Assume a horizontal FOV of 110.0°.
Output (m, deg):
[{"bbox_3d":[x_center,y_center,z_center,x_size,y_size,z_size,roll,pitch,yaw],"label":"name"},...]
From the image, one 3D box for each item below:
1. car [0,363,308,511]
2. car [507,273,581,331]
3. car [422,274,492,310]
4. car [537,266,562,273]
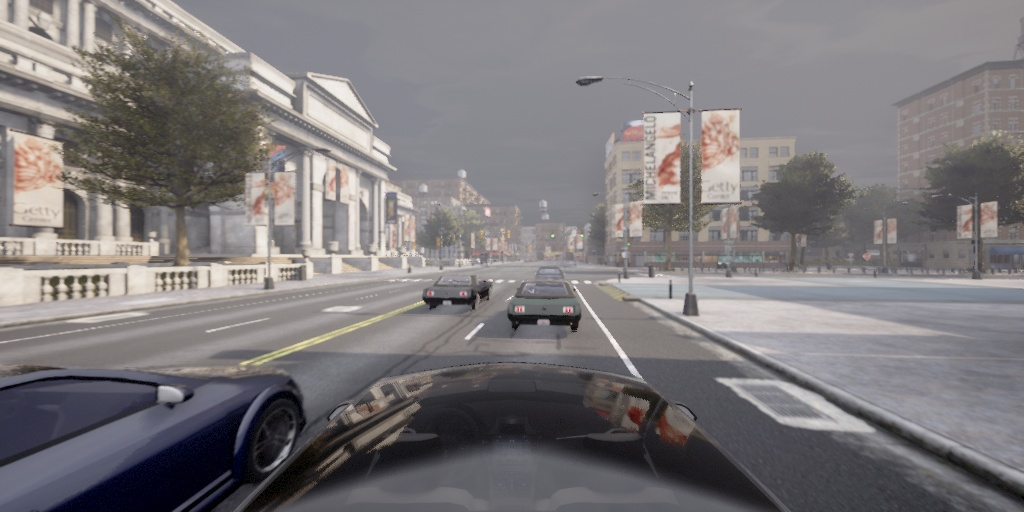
[{"bbox_3d":[-3.143,1.306,2.036,1.994,1.385,4.181,0,0,1],"label":"car"},{"bbox_3d":[1.045,1.380,11.187,1.895,1.301,4.718,0,0,6],"label":"car"},{"bbox_3d":[-2.043,1.383,14.949,1.895,1.301,4.718,0,0,6],"label":"car"},{"bbox_3d":[2.359,1.362,22.496,2.033,1.411,5.357,0,0,7],"label":"car"}]
